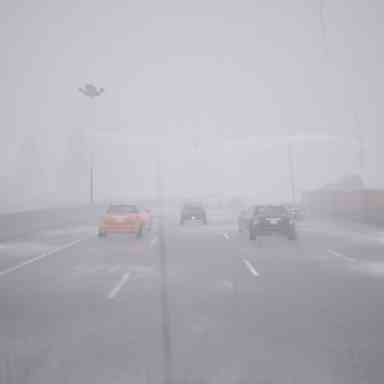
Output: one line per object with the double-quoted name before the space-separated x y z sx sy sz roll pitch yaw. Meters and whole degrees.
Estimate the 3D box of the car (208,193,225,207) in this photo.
"car" 3.879 1.212 50.796 2.150 2.045 5.566 -1 -1 23

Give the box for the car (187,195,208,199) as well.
"car" 0.406 1.497 50.390 1.837 1.490 4.892 -2 -1 21

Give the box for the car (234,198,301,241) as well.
"car" 3.605 1.350 16.774 2.097 1.767 4.553 0 0 0

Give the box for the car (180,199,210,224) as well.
"car" 0.143 1.500 24.775 1.837 1.490 4.892 0 0 1

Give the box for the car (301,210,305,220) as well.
"car" 7.124 1.542 25.895 2.033 1.411 5.357 0 0 1

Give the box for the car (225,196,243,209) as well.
"car" 6.374 1.345 45.836 2.097 1.767 4.553 0 0 17

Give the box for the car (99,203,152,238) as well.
"car" -3.394 1.351 17.765 2.097 1.767 4.553 0 0 0
